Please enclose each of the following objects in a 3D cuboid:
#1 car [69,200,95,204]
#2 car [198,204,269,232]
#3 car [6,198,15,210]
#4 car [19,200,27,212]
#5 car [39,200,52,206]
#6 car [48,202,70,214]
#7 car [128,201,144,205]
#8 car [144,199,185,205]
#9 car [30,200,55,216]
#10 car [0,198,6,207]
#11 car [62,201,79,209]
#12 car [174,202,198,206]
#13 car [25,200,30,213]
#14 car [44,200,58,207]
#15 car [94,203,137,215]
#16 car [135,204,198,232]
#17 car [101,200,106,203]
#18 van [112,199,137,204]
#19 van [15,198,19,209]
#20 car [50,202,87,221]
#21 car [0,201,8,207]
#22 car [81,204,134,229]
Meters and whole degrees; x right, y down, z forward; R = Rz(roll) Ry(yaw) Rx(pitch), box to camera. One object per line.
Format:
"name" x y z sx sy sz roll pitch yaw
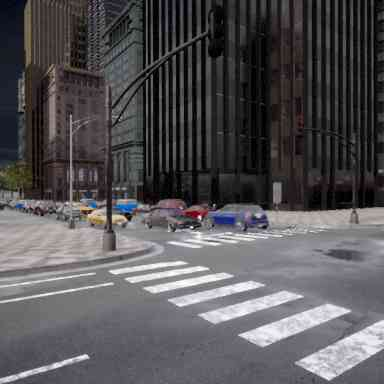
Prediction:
"car" -12.801 1.987 38.168 1.882 1.535 5.008 0 -1 -35
"car" 2.797 1.543 21.800 2.097 1.767 4.553 0 -1 -36
"car" -32.015 2.352 60.486 1.967 1.590 4.097 -1 0 -35
"car" -23.400 2.155 48.407 1.967 1.590 4.097 -1 0 -35
"car" -34.846 2.658 79.141 1.947 1.339 4.313 -1 0 -35
"car" -18.652 2.171 46.433 1.812 1.442 4.674 0 -1 -35
"car" -5.324 2.003 37.774 1.802 1.307 4.206 -1 0 -35
"car" -2.381 1.667 33.629 2.192 1.841 5.009 -1 0 -35
"car" -17.729 1.899 40.452 2.192 1.841 5.009 -1 0 -35
"car" -41.381 2.665 73.620 1.887 1.381 4.507 -1 0 -35
"car" -22.762 2.405 62.199 1.802 1.307 4.206 -1 0 -35
"car" 0.573 1.827 29.484 1.887 1.381 4.507 -1 0 -35
"car" -20.561 2.195 44.430 1.887 1.381 4.507 -1 0 -35
"car" -31.824 2.593 74.905 1.947 1.339 4.313 -1 0 -35
"car" -7.133 1.978 30.204 1.895 1.301 4.718 0 -1 -36
"car" -1.565 1.793 22.397 2.033 1.411 5.357 0 -1 -36
"car" -11.228 1.874 46.064 2.192 1.841 5.009 -1 0 -35
"van" -8.279 1.831 41.919 1.690 1.788 3.998 -1 0 -35
"van" -26.239 2.121 52.385 1.690 1.788 3.998 -1 0 -35
"car" -12.049 2.003 32.496 2.008 1.369 4.403 -1 0 -35
"car" -44.502 2.769 77.998 1.802 1.307 4.206 -1 0 -35
"car" -6.277 1.842 24.403 1.752 1.417 4.829 -1 0 -35
